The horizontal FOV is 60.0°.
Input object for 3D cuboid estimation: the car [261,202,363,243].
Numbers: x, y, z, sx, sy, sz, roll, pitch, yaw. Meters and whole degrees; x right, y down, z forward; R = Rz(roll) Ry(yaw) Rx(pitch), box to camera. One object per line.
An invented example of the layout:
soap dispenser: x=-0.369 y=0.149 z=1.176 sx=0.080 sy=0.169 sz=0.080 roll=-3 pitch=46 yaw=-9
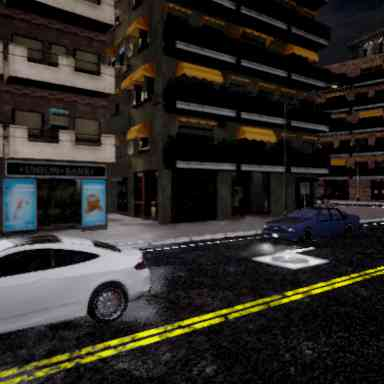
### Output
car: x=5.707 y=1.410 z=15.431 sx=5.357 sy=1.411 sz=2.033 roll=-1 pitch=0 yaw=-34

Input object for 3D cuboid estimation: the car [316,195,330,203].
car: x=13.507 y=0.817 z=38.198 sx=4.403 sy=1.369 sz=2.008 roll=1 pitch=0 yaw=39

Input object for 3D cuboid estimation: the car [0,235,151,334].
car: x=-2.948 y=1.505 z=5.562 sx=4.674 sy=1.442 sz=1.812 roll=0 pitch=0 yaw=-35
